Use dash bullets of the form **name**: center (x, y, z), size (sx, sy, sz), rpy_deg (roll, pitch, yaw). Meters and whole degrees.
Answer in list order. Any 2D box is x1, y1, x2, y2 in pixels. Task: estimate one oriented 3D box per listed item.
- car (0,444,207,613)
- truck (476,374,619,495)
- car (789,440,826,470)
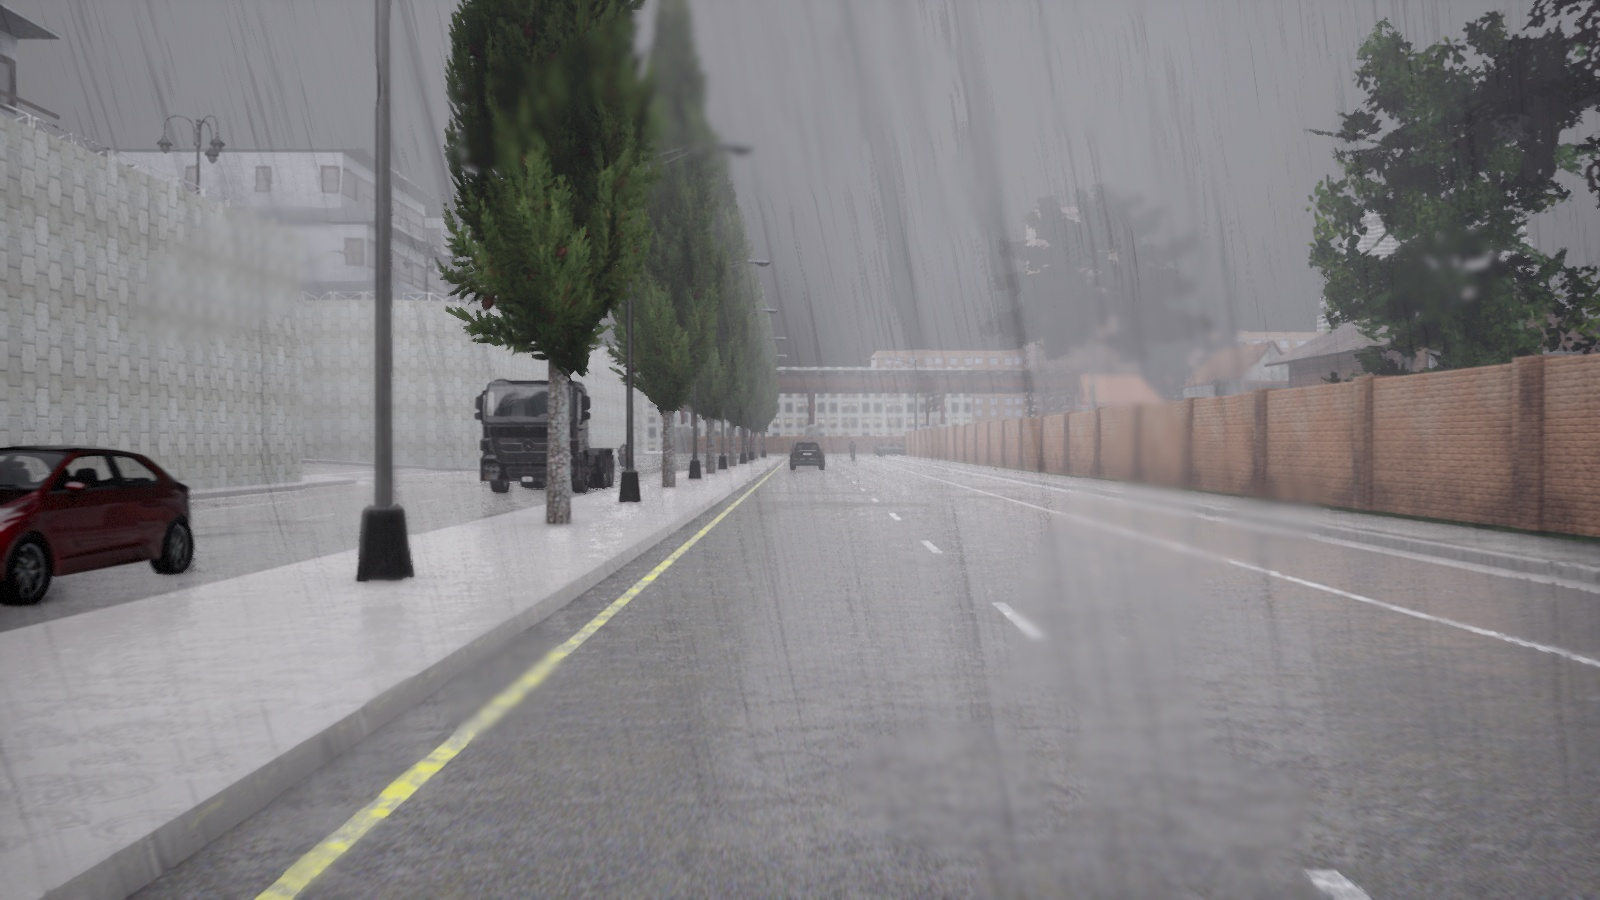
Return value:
- **car**: center (-7.913, 0.682, 12.715), size (1.816, 1.474, 4.193), rpy_deg (0, 0, 0)
- **truck**: center (-7.758, -0.465, 39.683), size (2.891, 3.462, 7.936), rpy_deg (0, 0, 0)
- **car**: center (0.417, 0.277, 70.948), size (2.033, 1.649, 4.856), rpy_deg (0, 0, 0)
